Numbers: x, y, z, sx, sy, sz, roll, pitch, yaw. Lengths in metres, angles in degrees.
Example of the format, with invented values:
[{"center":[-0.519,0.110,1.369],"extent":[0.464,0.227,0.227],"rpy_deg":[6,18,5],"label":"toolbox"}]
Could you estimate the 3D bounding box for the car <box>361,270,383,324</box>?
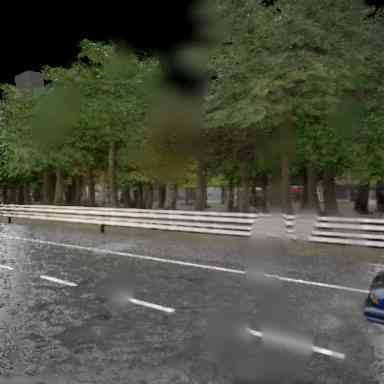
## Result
[{"center":[5.313,1.549,4.379],"extent":[5.357,1.411,2.033],"rpy_deg":[0,0,35],"label":"car"}]
